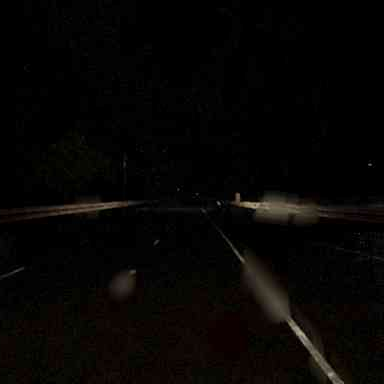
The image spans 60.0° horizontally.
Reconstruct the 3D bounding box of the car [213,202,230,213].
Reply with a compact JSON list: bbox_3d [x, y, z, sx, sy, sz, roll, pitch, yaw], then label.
[{"bbox_3d":[4.053,2.103,45.865,2.128,1.511,4.902,0,-1,-3],"label":"car"}]
